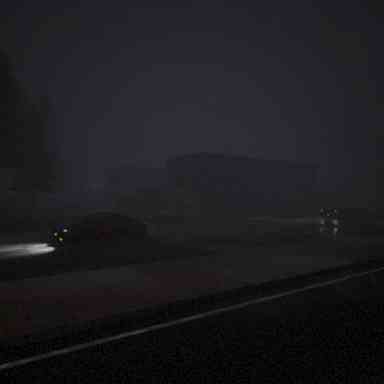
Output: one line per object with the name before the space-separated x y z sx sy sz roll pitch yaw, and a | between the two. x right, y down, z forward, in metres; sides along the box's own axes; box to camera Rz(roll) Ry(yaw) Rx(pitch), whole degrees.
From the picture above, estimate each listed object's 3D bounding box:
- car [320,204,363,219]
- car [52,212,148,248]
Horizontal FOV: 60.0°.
car | 14.771 1.887 32.868 4.718 1.301 1.895 1 0 -35
car | -4.107 1.614 15.189 4.181 1.385 1.994 1 0 -36
